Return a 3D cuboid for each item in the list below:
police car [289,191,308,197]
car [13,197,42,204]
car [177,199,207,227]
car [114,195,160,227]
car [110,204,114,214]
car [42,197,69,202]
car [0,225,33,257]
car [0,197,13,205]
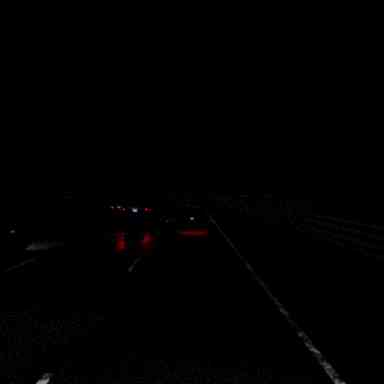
[{"bbox_3d":[21.539,0.438,67.747,1.930,1.638,5.238,0,-3,-15],"label":"police car"},{"bbox_3d":[-21.292,1.471,44.469,2.128,1.511,4.902,0,0,0],"label":"car"},{"bbox_3d":[-0.005,1.469,22.867,1.882,1.535,5.008,0,0,0],"label":"car"},{"bbox_3d":[-3.517,1.215,22.977,2.150,2.045,5.566,0,0,-1],"label":"car"},{"bbox_3d":[-7.060,1.532,34.406,2.033,1.411,5.357,0,0,0],"label":"car"},{"bbox_3d":[-17.795,1.483,44.495,1.837,1.490,4.892,0,0,0],"label":"car"},{"bbox_3d":[-6.943,1.549,10.155,2.033,1.411,5.357,0,0,0],"label":"car"},{"bbox_3d":[-24.791,1.486,44.448,1.837,1.490,4.892,0,0,0],"label":"car"}]
